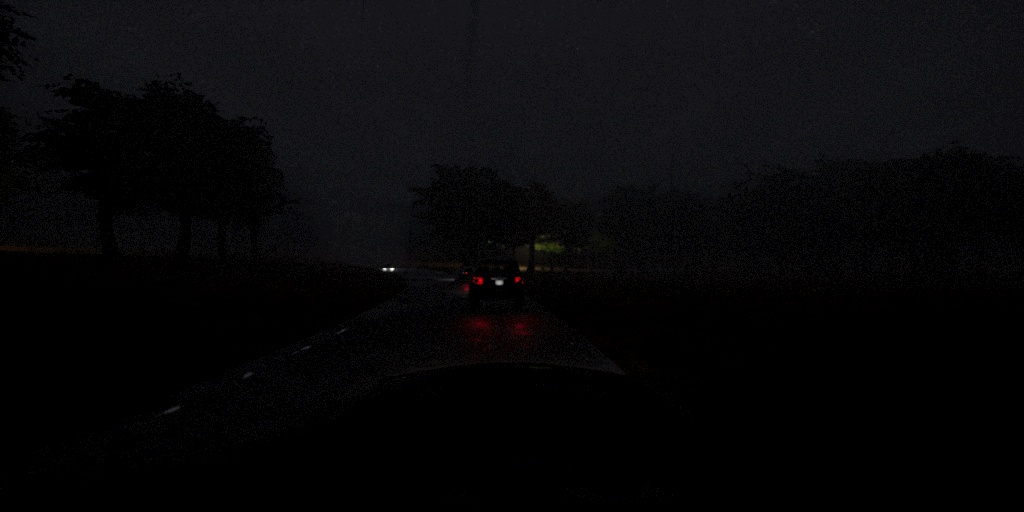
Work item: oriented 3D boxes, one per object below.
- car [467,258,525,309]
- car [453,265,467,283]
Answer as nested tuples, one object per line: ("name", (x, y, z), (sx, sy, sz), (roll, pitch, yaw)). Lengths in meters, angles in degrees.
("car", (-0.814, 1.110, 16.044), (2.150, 2.045, 5.566), (0, 0, -7))
("car", (-3.917, 1.538, 31.203), (1.837, 1.490, 4.892), (0, 0, -16))
